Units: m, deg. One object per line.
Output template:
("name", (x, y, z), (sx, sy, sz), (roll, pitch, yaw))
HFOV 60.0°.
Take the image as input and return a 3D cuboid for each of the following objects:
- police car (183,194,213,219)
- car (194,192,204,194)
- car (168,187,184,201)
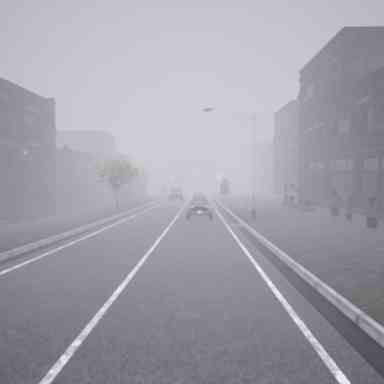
("police car", (0.603, 1.228, 26.200), (2.038, 1.542, 4.974), (0, 1, 2))
("car", (1.096, 0.661, 50.838), (2.163, 1.488, 4.792), (0, 2, 1))
("car", (-2.442, 0.322, 52.354), (2.150, 2.045, 5.566), (0, 2, 2))
